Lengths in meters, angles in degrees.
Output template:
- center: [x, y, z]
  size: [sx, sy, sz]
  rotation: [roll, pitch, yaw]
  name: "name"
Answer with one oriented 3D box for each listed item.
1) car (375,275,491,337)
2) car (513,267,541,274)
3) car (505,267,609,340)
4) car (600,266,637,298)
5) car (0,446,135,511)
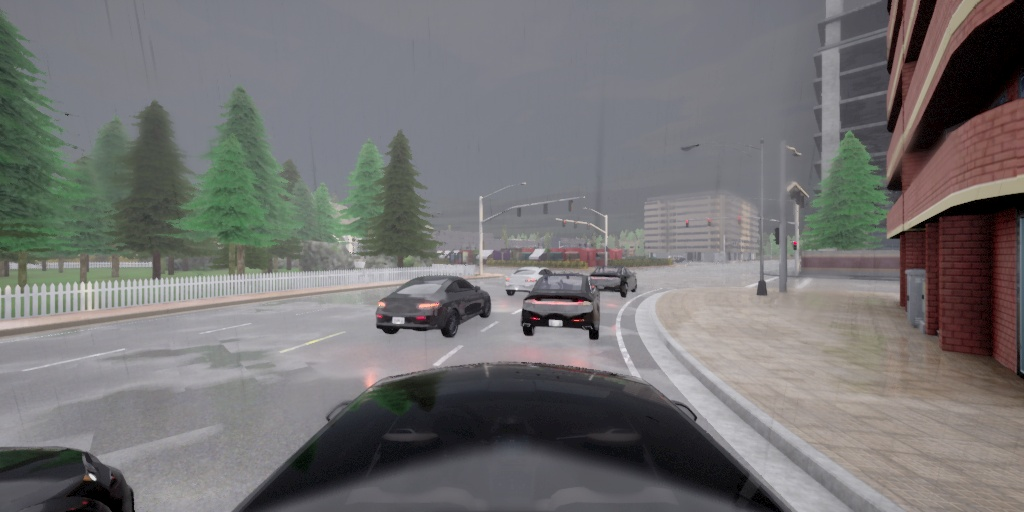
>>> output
- center: [-2.007, 1.275, 10.252]
  size: [1.812, 1.442, 4.674]
  rotation: [0, 0, 13]
  name: "car"
- center: [1.227, 1.275, 18.757]
  size: [1.812, 1.442, 4.674]
  rotation: [0, 0, 26]
  name: "car"
- center: [1.540, 1.241, 10.128]
  size: [2.128, 1.511, 4.902]
  rotation: [0, 0, 14]
  name: "car"
- center: [5.304, 1.241, 18.753]
  size: [2.128, 1.511, 4.902]
  rotation: [0, 0, 28]
  name: "car"
- center: [-3.170, 1.314, 0.344]
  size: [1.994, 1.385, 4.181]
  rotation: [0, 0, -2]
  name: "car"
